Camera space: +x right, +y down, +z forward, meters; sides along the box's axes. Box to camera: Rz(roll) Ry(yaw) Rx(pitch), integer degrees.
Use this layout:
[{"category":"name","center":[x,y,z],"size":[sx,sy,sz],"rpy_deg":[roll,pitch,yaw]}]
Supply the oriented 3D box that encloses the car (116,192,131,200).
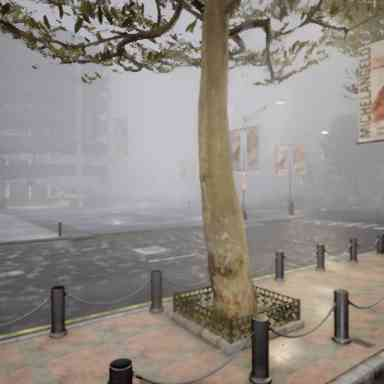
[{"category":"car","center":[-17.803,1.000,81.319],"size":[5.566,2.045,2.150],"rpy_deg":[0,0,11]}]

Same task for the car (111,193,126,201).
[{"category":"car","center":[-18.731,1.392,77.946],"size":[4.718,1.301,1.895],"rpy_deg":[0,0,11]}]

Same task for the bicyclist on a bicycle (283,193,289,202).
[{"category":"bicyclist on a bicycle","center":[17.671,1.055,62.485],"size":[1.656,1.620,0.582],"rpy_deg":[-1,0,-36]}]

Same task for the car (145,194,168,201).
[{"category":"car","center":[-8.242,1.334,77.632],"size":[4.902,1.511,2.128],"rpy_deg":[0,0,26]}]

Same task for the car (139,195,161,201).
[{"category":"car","center":[-9.451,1.347,74.331],"size":[4.674,1.442,1.812],"rpy_deg":[0,0,26]}]

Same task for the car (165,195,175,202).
[{"category":"car","center":[-5.474,1.390,67.457],"size":[4.181,1.385,1.994],"rpy_deg":[0,0,40]}]

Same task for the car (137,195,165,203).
[{"category":"car","center":[-8.405,1.392,65.281],"size":[5.357,1.411,2.033],"rpy_deg":[0,0,38]}]
